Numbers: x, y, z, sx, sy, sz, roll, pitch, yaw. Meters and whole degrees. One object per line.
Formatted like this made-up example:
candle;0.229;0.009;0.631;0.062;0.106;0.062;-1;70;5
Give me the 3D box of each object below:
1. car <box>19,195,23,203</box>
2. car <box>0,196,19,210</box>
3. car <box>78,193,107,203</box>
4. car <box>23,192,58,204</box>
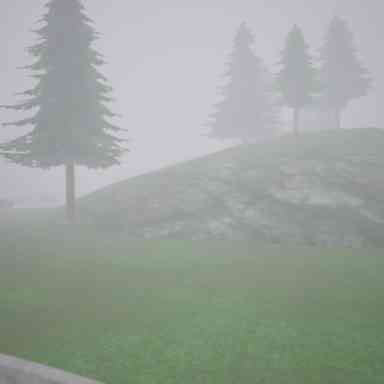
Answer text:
car;-26.118;1.149;51.056;1.895;1.301;4.718;0;1;20
car;-20.988;1.327;34.547;1.895;1.301;4.718;0;1;20
car;-16.938;0.922;55.677;2.128;1.511;4.902;0;1;20
car;-22.619;0.871;50.470;2.097;1.767;4.553;0;1;20
